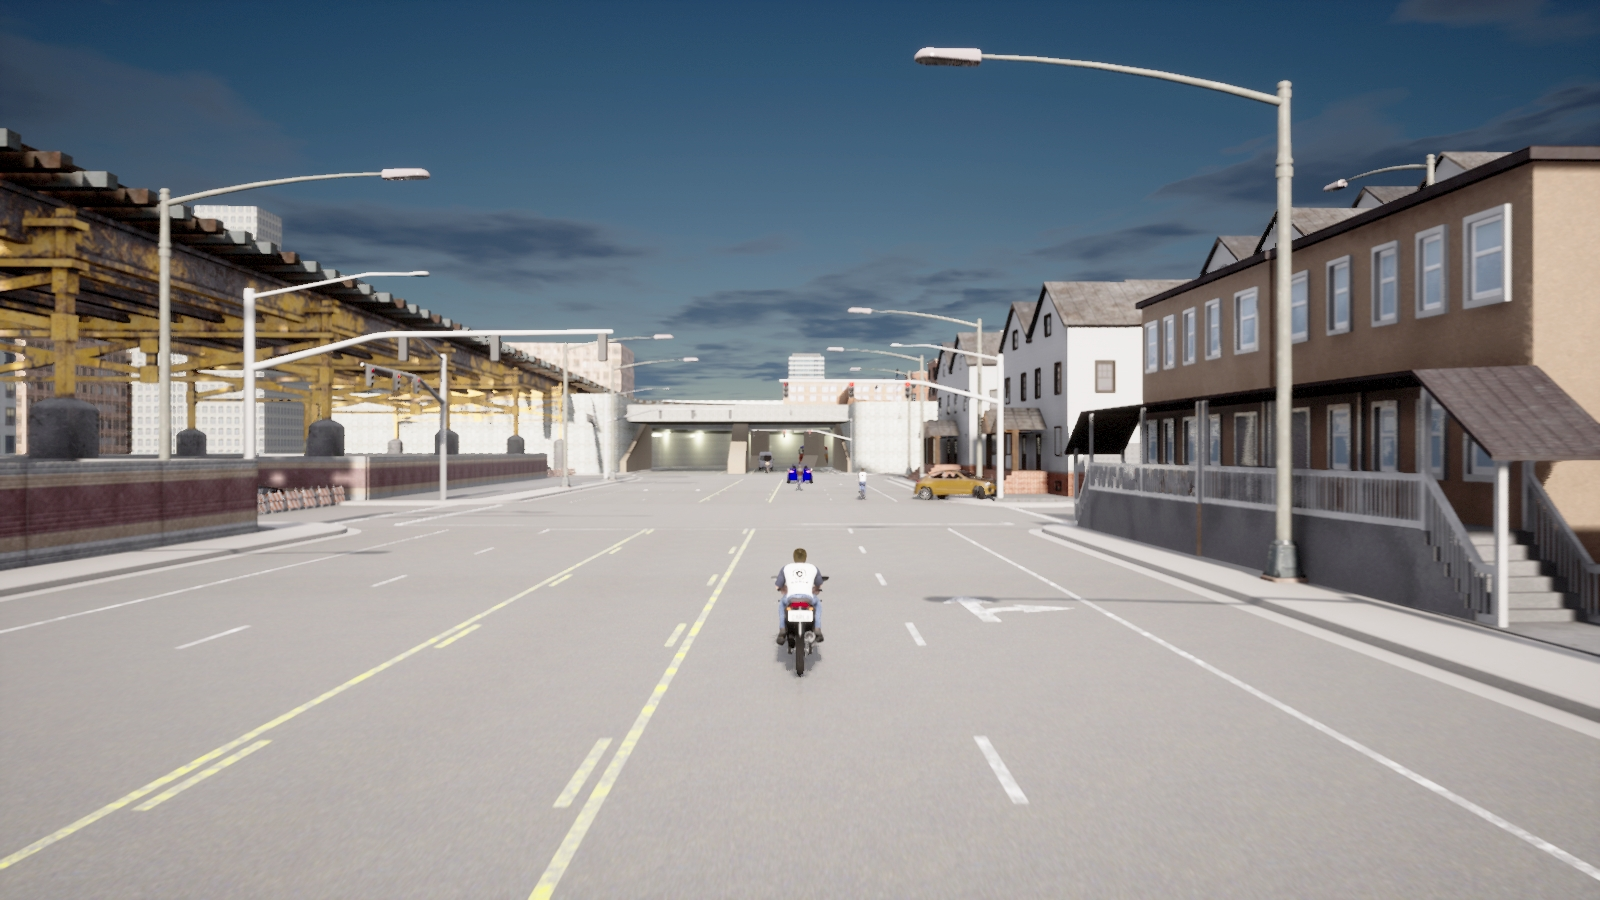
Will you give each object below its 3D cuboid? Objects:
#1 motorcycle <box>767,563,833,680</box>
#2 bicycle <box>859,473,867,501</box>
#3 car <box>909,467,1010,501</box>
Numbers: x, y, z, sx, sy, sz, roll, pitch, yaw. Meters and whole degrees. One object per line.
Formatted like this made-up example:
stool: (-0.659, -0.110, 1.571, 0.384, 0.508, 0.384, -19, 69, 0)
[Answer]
motorcycle: (0.000, 2.171, 14.817, 0.803, 1.224, 2.033, 0, 0, 0)
bicycle: (3.500, 2.035, 63.865, 0.373, 1.521, 1.643, 0, -1, 0)
car: (8.807, 1.911, 63.368, 5.027, 1.651, 2.152, -3, 0, 36)
